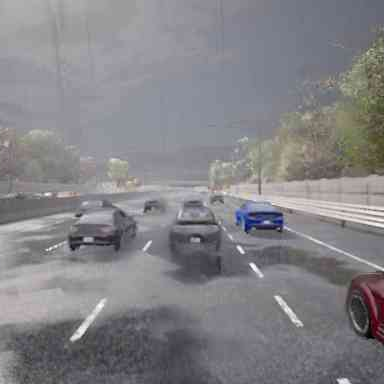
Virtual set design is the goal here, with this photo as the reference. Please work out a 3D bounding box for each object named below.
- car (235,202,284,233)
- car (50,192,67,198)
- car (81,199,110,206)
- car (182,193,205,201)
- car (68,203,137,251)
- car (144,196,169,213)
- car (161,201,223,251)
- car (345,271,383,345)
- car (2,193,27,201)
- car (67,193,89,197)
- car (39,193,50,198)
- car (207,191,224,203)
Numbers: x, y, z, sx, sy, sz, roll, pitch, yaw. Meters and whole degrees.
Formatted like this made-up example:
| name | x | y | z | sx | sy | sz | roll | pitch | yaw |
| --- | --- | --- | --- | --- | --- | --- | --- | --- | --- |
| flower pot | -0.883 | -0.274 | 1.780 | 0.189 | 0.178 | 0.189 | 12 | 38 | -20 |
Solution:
| name | x | y | z | sx | sy | sz | roll | pitch | yaw |
| --- | --- | --- | --- | --- | --- | --- | --- | --- | --- |
| car | 3.522 | 1.255 | 18.093 | 1.882 | 1.535 | 5.008 | 0 | 1 | 0 |
| car | -20.982 | 0.819 | 54.799 | 1.882 | 1.535 | 5.008 | 0 | 1 | 1 |
| car | -6.870 | 1.250 | 24.285 | 2.033 | 1.411 | 5.357 | 0 | 1 | 0 |
| car | 0.140 | 1.124 | 31.238 | 1.837 | 1.490 | 4.892 | 0 | 1 | 0 |
| car | -3.397 | 1.362 | 13.184 | 1.812 | 1.442 | 4.674 | 0 | 1 | 0 |
| car | -3.360 | 1.124 | 31.243 | 1.837 | 1.490 | 4.892 | 0 | 1 | 0 |
| car | 0.117 | 1.327 | 13.288 | 2.128 | 1.511 | 4.902 | 0 | 1 | 0 |
| car | 3.507 | 1.511 | 3.787 | 1.994 | 1.385 | 4.181 | 0 | 1 | 0 |
| car | -27.983 | 0.845 | 52.576 | 1.882 | 1.535 | 5.008 | 0 | 1 | 1 |
| car | -17.498 | 0.844 | 52.653 | 1.882 | 1.535 | 5.008 | 0 | 1 | 0 |
| car | -24.453 | 0.859 | 57.392 | 2.033 | 1.411 | 5.357 | 0 | 1 | 1 |
| car | 3.561 | 0.913 | 48.734 | 1.837 | 1.490 | 4.892 | 0 | 1 | 0 |
